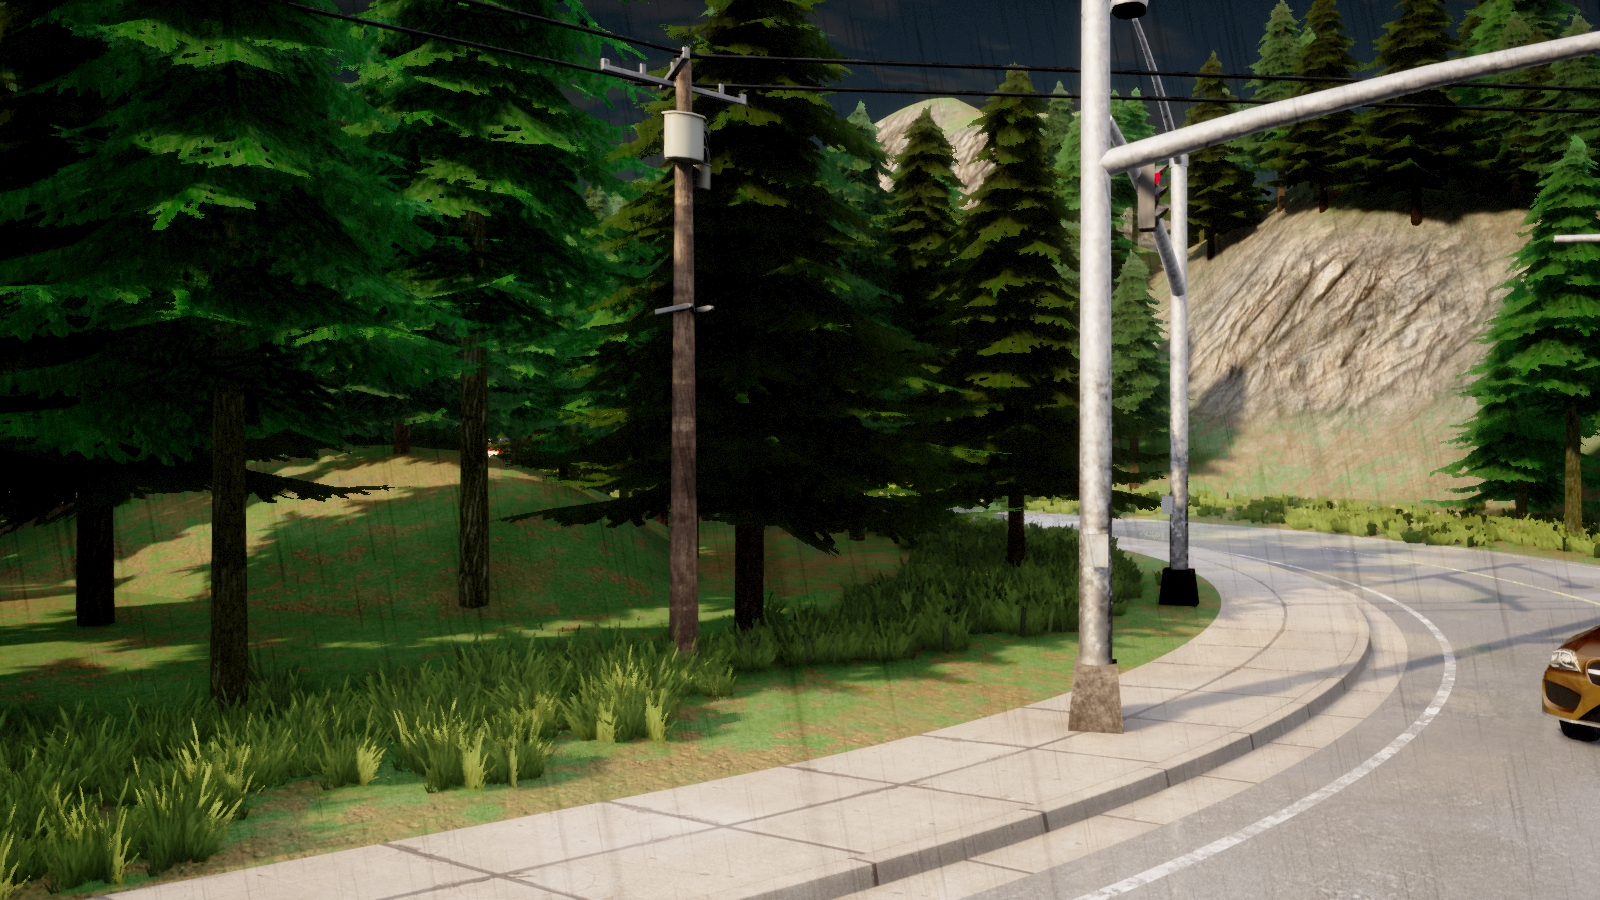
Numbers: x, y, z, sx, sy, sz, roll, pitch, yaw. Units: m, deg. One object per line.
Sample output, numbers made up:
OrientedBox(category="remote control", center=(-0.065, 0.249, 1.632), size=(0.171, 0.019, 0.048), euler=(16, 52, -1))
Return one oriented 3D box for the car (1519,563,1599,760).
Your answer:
OrientedBox(category="car", center=(9.577, 1.970, 11.147), size=(5.027, 1.651, 2.152), euler=(0, 0, -29))
